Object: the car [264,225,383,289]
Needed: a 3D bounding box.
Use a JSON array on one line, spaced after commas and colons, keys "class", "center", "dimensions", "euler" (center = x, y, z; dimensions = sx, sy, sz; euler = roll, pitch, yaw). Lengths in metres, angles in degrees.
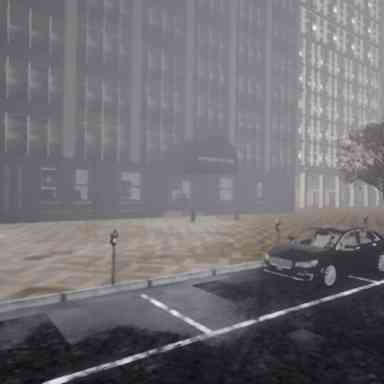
[{"class": "car", "center": [3.905, 1.629, 9.334], "dimensions": [4.403, 1.369, 2.008], "euler": [1, 0, -35]}]
